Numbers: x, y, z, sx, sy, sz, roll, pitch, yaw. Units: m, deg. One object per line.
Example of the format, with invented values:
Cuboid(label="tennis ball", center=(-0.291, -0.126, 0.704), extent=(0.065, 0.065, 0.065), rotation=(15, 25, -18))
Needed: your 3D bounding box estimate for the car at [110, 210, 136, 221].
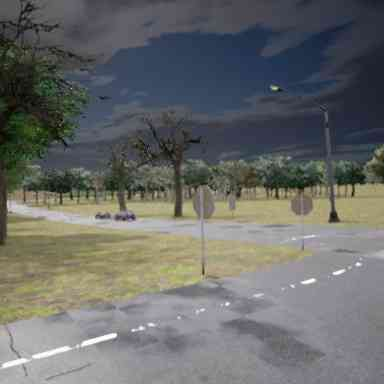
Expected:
Cuboid(label="car", center=(-10.745, 3.652, 52.918), extent=(2.097, 1.767, 4.553), rotation=(-2, -1, -34))

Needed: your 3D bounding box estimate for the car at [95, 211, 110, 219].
Cuboid(label="car", center=(-16.366, 4.240, 61.147), extent=(1.812, 1.442, 4.674), rotation=(-2, -1, -34))
